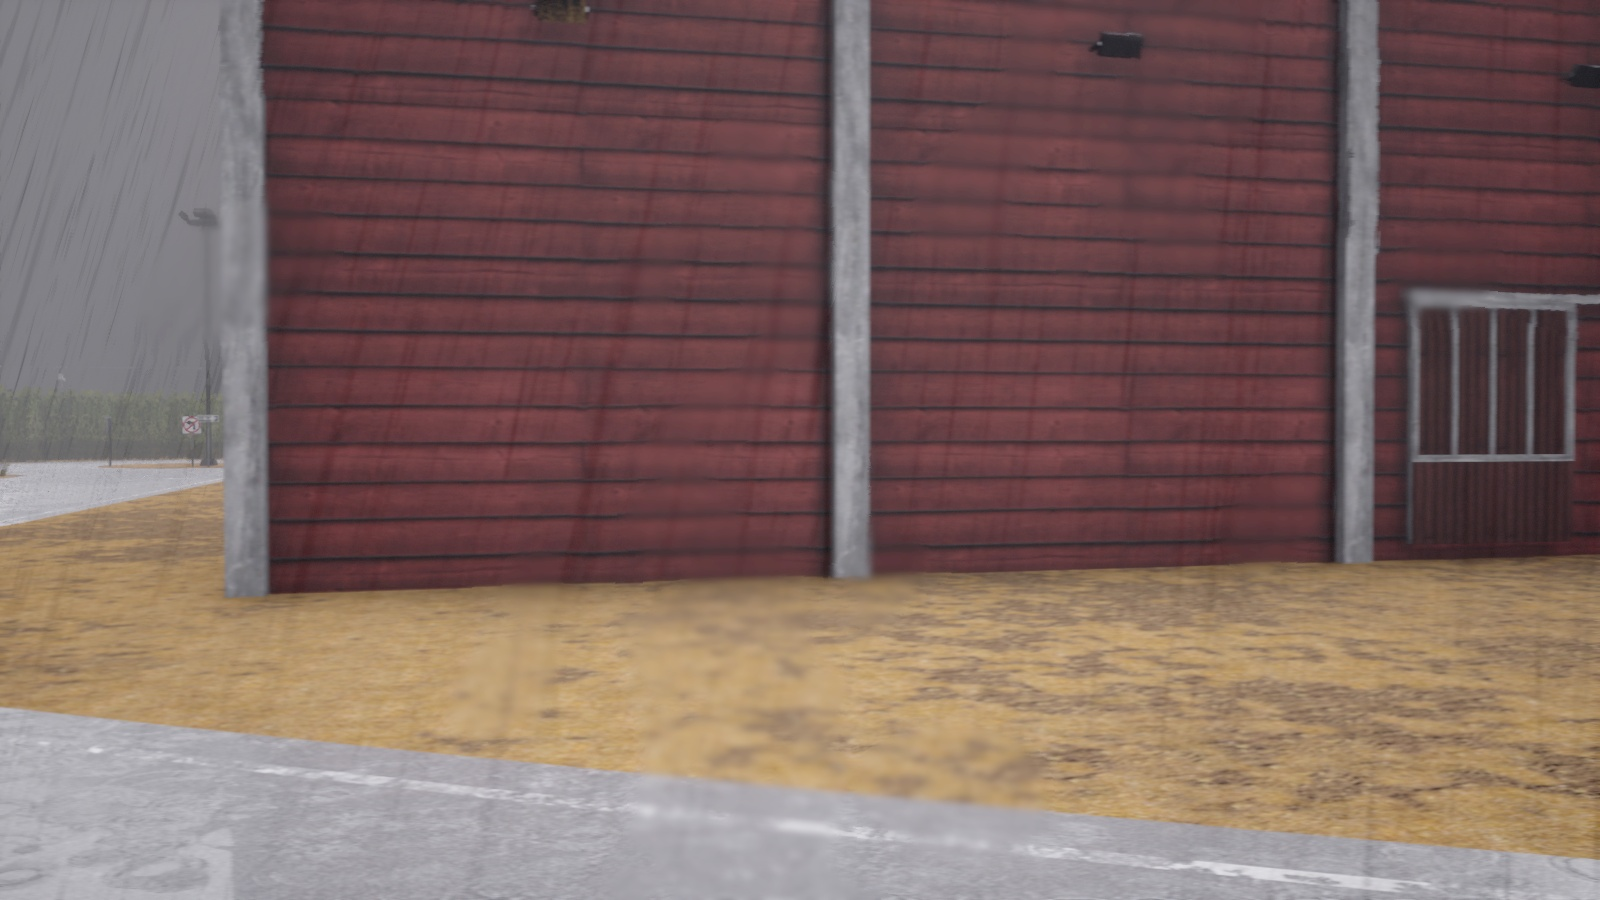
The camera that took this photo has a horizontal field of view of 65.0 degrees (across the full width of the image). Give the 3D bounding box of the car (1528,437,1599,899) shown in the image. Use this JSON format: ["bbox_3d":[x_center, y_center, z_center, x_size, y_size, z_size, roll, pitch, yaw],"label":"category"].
[{"bbox_3d":[3.952,0.759,1.946,4.514,1.525,2.007,0,1,15],"label":"car"}]
